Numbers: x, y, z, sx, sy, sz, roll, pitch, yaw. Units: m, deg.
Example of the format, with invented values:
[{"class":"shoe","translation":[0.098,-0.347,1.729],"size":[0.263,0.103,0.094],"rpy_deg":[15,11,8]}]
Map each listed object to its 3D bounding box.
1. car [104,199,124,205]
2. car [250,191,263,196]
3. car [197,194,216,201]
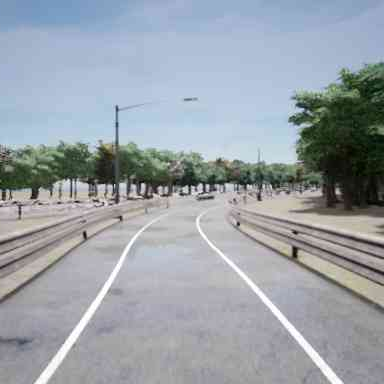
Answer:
[{"class":"car","translation":[-11.181,1.704,49.653],"size":[1.895,1.301,4.718],"rpy_deg":[0,1,36]},{"class":"car","translation":[17.153,0.366,88.481],"size":[1.882,1.535,5.008],"rpy_deg":[0,2,36]},{"class":"car","translation":[3.018,1.089,69.112],"size":[1.895,1.301,4.718],"rpy_deg":[0,2,36]}]
